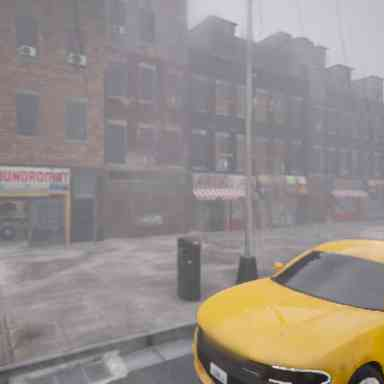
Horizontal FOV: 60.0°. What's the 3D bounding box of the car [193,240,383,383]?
[{"bbox_3d":[2.355,1.446,4.499,5.008,1.535,1.882,0,1,-33],"label":"car"}]
